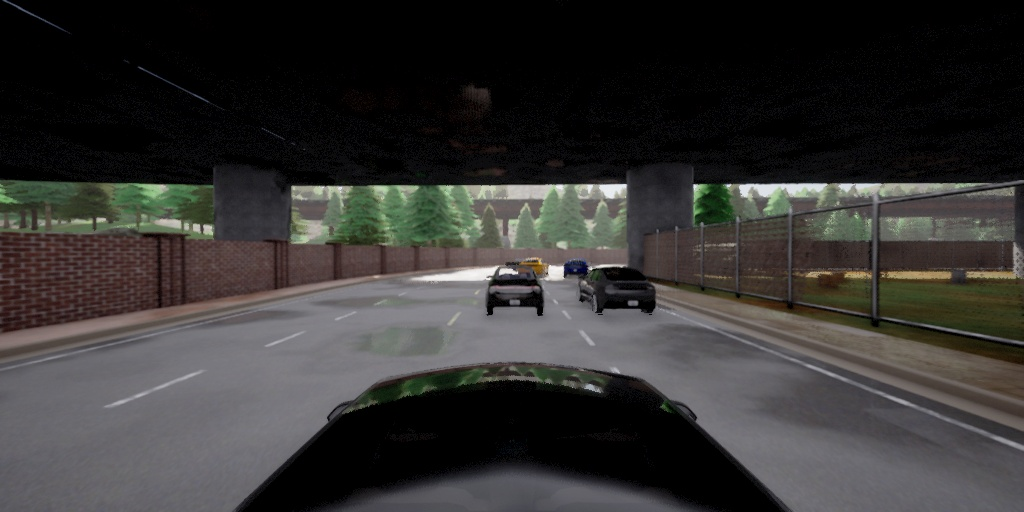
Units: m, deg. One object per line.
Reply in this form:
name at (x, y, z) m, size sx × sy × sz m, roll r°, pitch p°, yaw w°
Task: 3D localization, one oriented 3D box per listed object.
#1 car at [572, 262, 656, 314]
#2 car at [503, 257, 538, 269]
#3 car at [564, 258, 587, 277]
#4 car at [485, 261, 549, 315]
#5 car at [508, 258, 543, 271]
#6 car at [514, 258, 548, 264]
car at (3.601, 1.128, 13.027) m, size 1.837 × 1.490 × 4.892 m, roll 0°, pitch 1°, yaw 0°
car at (1.128, 0.863, 45.580) m, size 1.895 × 1.301 × 4.718 m, roll 0°, pitch 1°, yaw 41°
car at (5.459, 0.915, 29.769) m, size 1.882 × 1.535 × 5.008 m, roll 0°, pitch 1°, yaw 15°
car at (0.101, 1.117, 12.900) m, size 2.128 × 1.511 × 4.902 m, roll 0°, pitch 1°, yaw 0°
car at (1.583, 0.925, 39.977) m, size 1.895 × 1.301 × 4.718 m, roll 0°, pitch 1°, yaw 30°
car at (1.873, 0.915, 29.797) m, size 1.882 × 1.535 × 5.008 m, roll 0°, pitch 1°, yaw 14°
